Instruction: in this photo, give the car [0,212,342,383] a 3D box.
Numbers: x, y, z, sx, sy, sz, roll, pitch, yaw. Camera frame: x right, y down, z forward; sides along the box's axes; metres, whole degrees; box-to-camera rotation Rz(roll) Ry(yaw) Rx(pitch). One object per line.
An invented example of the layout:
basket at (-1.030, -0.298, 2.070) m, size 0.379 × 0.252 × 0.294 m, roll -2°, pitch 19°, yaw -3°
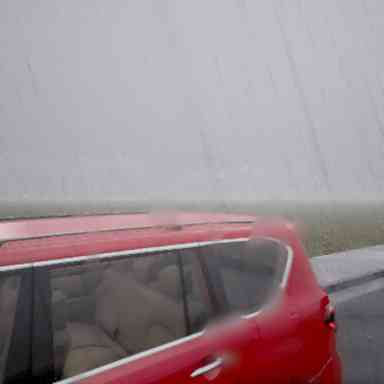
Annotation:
car at (-1.319, 1.221, 2.126) m, size 5.566 × 2.045 × 2.150 m, roll 0°, pitch 0°, yaw -35°
